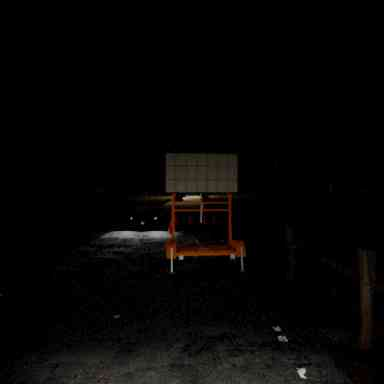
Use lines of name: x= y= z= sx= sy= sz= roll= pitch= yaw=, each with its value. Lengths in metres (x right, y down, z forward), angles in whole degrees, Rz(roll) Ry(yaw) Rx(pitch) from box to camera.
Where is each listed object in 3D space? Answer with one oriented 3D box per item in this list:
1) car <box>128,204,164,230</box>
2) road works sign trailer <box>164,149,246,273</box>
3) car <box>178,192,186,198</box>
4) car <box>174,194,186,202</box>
car: x=-2.815 y=1.501 z=21.299 sx=1.812 sy=1.442 sz=4.674 roll=0 pitch=0 yaw=0
road works sign trailer: x=0.291 y=0.455 z=10.682 sx=2.380 sy=3.560 sz=2.880 roll=0 pitch=0 yaw=-6
car: x=-2.600 y=0.798 z=89.753 sx=1.895 sy=1.301 sz=4.718 roll=0 pitch=2 yaw=0
car: x=-2.700 y=1.240 z=63.213 sx=1.882 sy=1.535 sz=5.008 roll=0 pitch=1 yaw=1
